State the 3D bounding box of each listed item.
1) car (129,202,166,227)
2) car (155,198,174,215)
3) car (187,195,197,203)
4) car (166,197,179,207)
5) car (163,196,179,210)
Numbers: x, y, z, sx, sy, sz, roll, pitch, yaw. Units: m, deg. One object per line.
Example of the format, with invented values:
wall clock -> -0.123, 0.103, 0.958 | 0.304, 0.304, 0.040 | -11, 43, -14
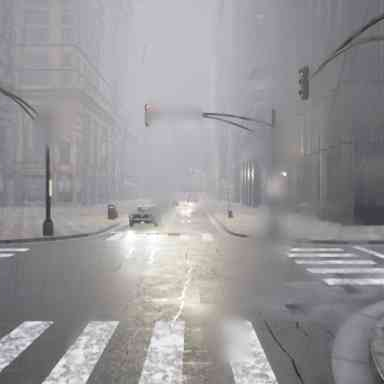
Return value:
car -> -3.114, 1.600, 23.139 | 1.895, 1.301, 4.718 | 0, 0, 0
car -> -3.115, 1.563, 33.082 | 1.994, 1.385, 4.181 | 0, 0, 0
car -> 0.055, 1.364, 69.613 | 2.097, 1.767, 4.553 | 0, 0, 0
car -> -3.086, 1.530, 53.125 | 1.812, 1.442, 4.674 | 0, 0, 0
car -> -3.124, 1.353, 43.083 | 2.097, 1.767, 4.553 | 0, 0, 0
